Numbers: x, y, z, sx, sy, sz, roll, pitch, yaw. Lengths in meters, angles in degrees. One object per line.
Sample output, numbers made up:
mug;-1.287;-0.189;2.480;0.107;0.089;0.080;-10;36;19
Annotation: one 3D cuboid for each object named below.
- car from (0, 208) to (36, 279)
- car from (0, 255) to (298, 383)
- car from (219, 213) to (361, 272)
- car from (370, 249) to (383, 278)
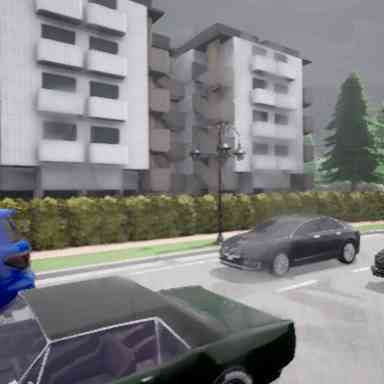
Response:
car;-5.175;1.286;4.505;5.566;2.045;2.150;-1;0;-35
car;-1.275;1.616;2.978;4.718;1.301;1.895;-1;0;-35
car;3.071;1.446;10.026;4.892;1.490;1.837;-1;0;-31
car;6.823;1.442;8.405;5.357;1.411;2.033;-1;0;-32
